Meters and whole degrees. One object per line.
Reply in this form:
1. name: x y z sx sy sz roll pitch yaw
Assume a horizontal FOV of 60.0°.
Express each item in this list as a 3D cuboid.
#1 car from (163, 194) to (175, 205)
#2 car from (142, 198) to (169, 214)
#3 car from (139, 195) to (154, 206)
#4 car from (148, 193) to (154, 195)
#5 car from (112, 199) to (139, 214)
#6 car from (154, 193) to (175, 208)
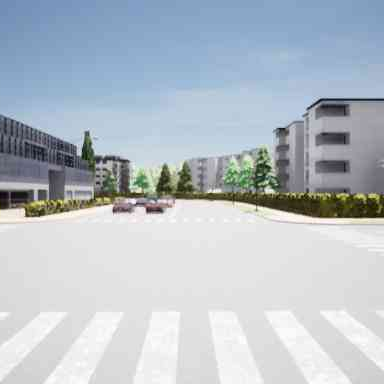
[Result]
1. car: -4.149 1.343 61.589 2.097 1.767 4.553 0 0 -2
2. car: -3.793 1.596 35.167 1.895 1.301 4.718 0 0 -1
3. car: -7.433 1.541 50.779 2.033 1.411 5.357 0 0 0
4. car: -8.024 1.267 67.024 2.150 2.045 5.566 0 0 -10
5. car: -7.299 1.559 35.830 1.994 1.385 4.181 0 0 -1
6. car: -3.818 1.347 47.317 2.097 1.767 4.553 0 0 -1
